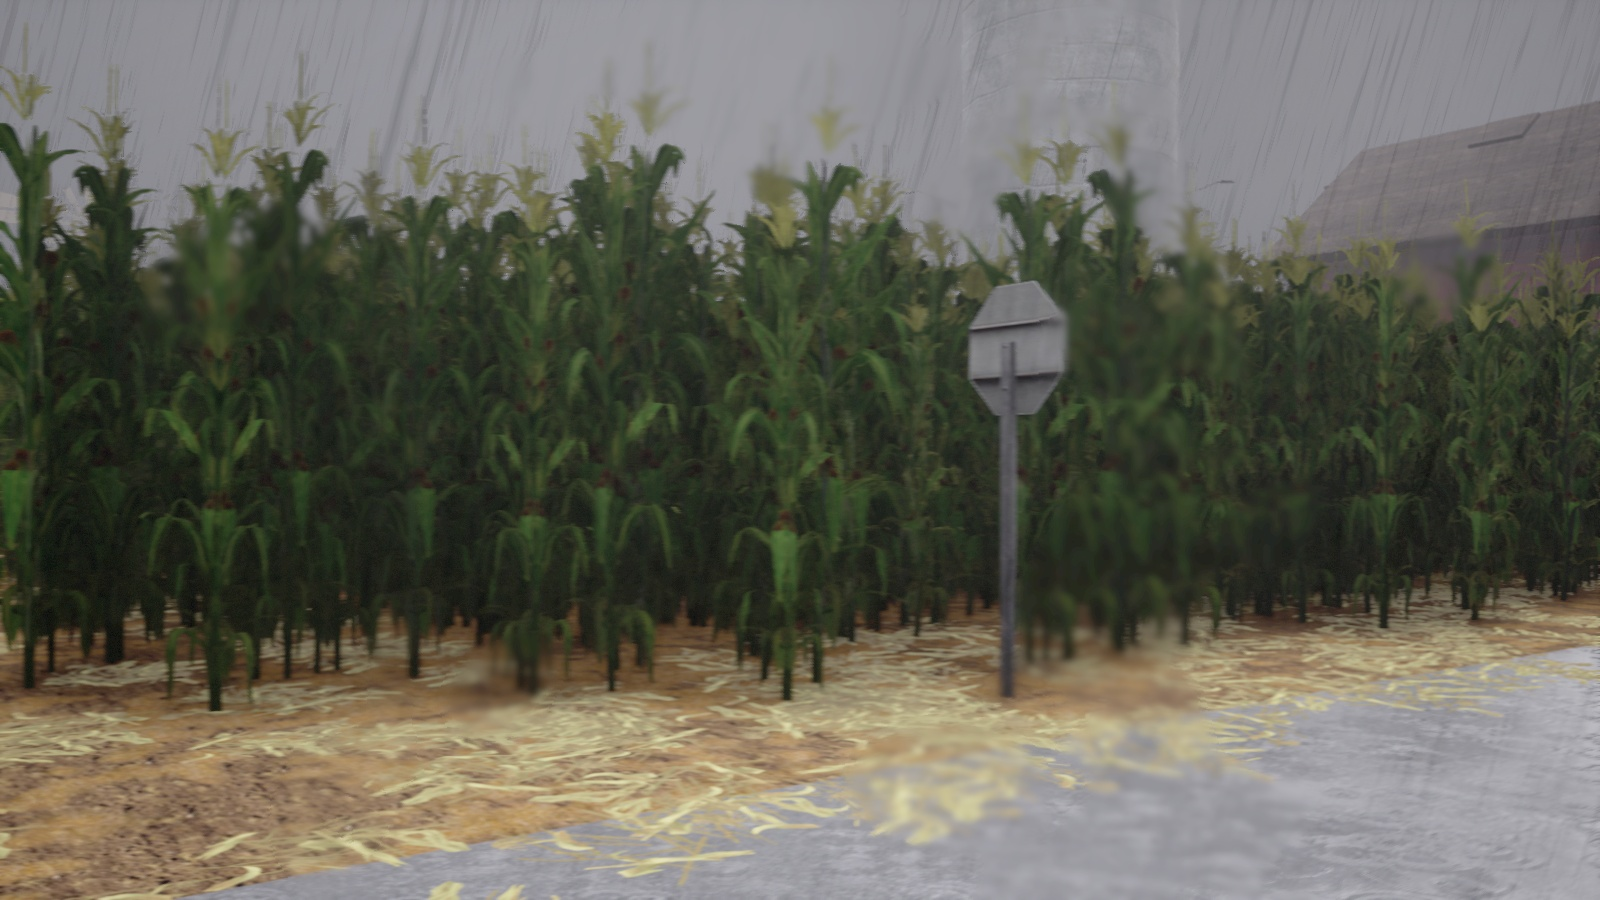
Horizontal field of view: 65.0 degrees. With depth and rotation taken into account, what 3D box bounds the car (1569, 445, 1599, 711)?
[{"bbox_3d":[6.589,0.755,7.756,3.705,1.549,1.789,1,-1,-35],"label":"car"}]
